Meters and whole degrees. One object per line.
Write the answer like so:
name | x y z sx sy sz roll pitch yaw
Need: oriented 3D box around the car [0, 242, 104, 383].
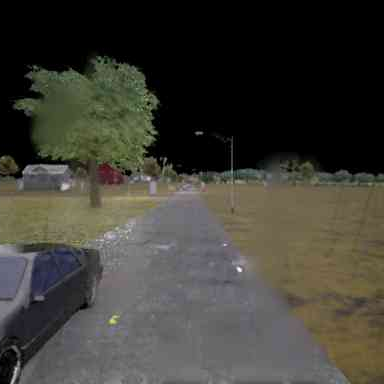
car | -2.848 1.563 5.167 2.033 1.411 5.357 0 0 0
